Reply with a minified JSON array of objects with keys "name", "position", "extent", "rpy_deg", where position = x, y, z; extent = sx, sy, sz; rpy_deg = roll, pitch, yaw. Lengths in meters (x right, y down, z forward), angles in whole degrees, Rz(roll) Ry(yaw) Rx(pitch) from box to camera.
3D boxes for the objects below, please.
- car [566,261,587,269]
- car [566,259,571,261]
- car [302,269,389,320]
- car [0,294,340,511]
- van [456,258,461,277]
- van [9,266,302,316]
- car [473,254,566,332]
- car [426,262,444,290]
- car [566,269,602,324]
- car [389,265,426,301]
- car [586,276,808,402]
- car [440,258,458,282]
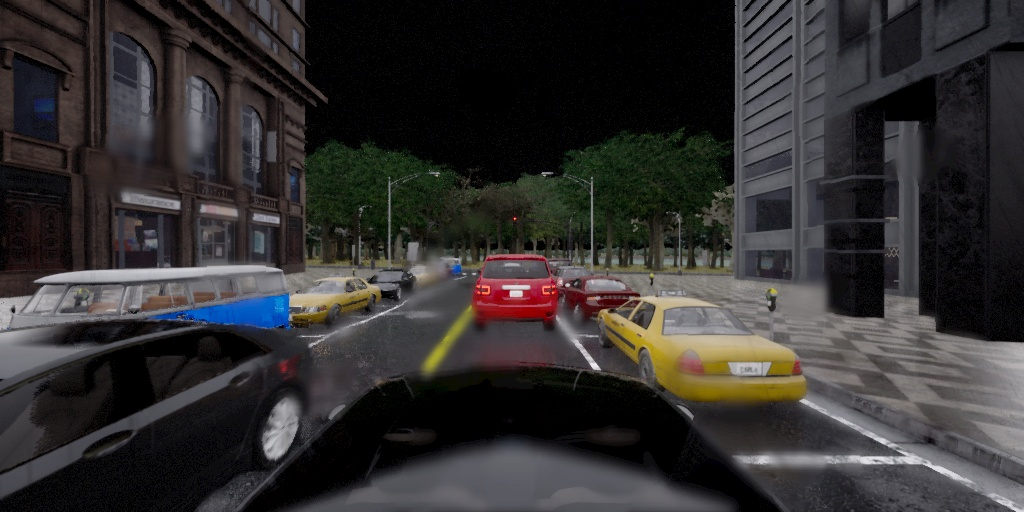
[{"name":"car","position":[2.763,1.190,17.185],"extent":[1.967,1.591,4.097],"rpy_deg":[0,0,0]},{"name":"car","position":[2.763,1.066,22.623],"extent":[2.192,1.841,5.009],"rpy_deg":[0,0,0]},{"name":"car","position":[-5.763,1.275,11.579],"extent":[1.751,1.417,4.829],"rpy_deg":[0,0,0]},{"name":"car","position":[-3.101,1.255,2.037],"extent":[1.837,1.490,4.892],"rpy_deg":[0,0,0]},{"name":"van","position":[-5.761,1.094,33.499],"extent":[1.690,1.789,3.998],"rpy_deg":[0,0,0]},{"name":"van","position":[-5.763,1.090,6.311],"extent":[1.690,1.789,3.998],"rpy_deg":[0,0,0]},{"name":"car","position":[0.103,0.971,11.006],"extent":[2.150,2.045,5.566],"rpy_deg":[0,0,0]},{"name":"car","position":[-5.762,1.276,22.454],"extent":[1.751,1.417,4.829],"rpy_deg":[0,0,0]},{"name":"car","position":[2.763,1.295,11.748],"extent":[1.888,1.381,4.507],"rpy_deg":[0,0,0]},{"name":"car","position":[-5.762,1.316,17.186],"extent":[1.948,1.339,4.313],"rpy_deg":[0,0,0]},{"name":"car","position":[2.762,1.275,6.480],"extent":[1.751,1.417,4.829],"rpy_deg":[0,0,0]},{"name":"car","position":[-5.762,1.192,28.061],"extent":[1.967,1.591,4.097],"rpy_deg":[0,0,0]}]
